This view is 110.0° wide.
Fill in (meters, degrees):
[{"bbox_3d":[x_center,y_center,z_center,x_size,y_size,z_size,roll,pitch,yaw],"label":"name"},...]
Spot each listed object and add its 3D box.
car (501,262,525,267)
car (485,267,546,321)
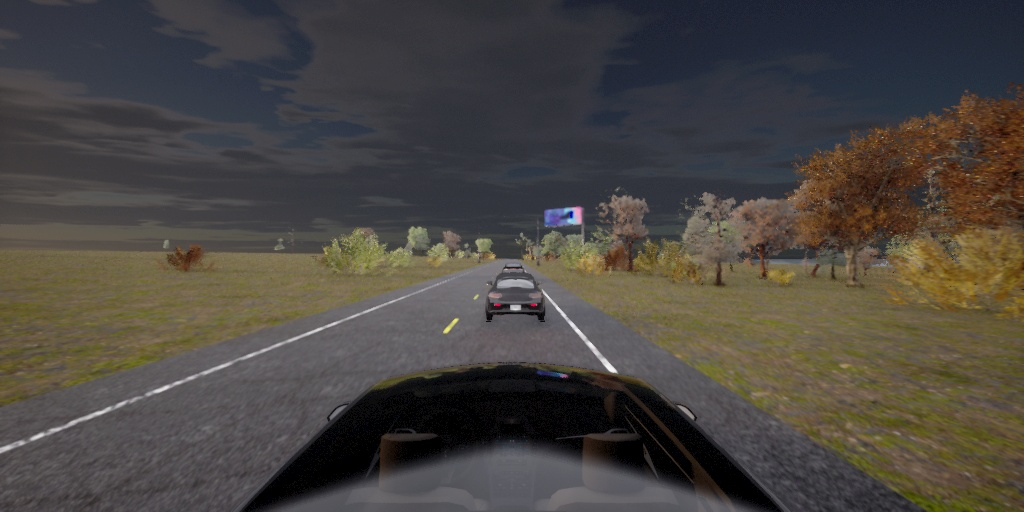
[{"bbox_3d":[0.108,1.253,30.081,2.128,1.511,4.902,0,0,0],"label":"car"},{"bbox_3d":[0.103,1.279,12.348,1.812,1.442,4.674,0,0,0],"label":"car"}]
